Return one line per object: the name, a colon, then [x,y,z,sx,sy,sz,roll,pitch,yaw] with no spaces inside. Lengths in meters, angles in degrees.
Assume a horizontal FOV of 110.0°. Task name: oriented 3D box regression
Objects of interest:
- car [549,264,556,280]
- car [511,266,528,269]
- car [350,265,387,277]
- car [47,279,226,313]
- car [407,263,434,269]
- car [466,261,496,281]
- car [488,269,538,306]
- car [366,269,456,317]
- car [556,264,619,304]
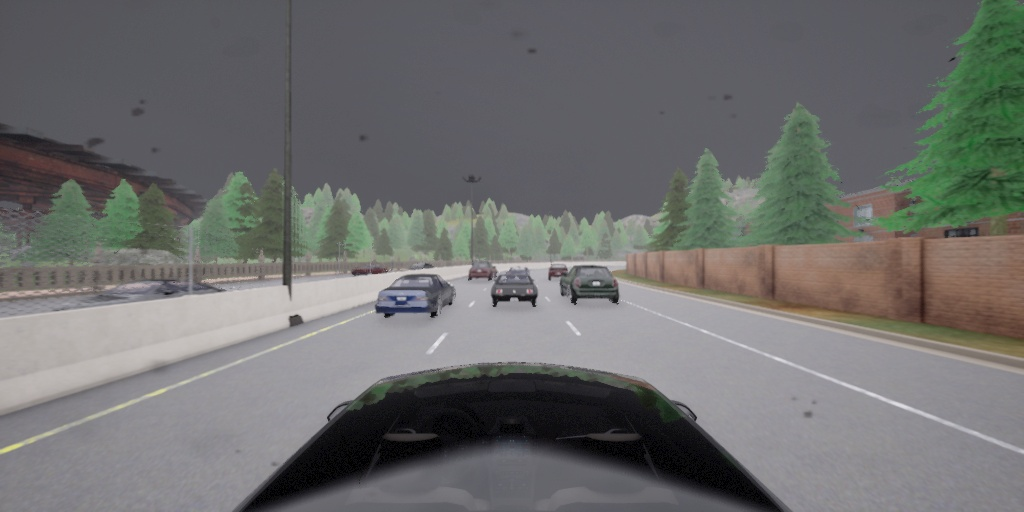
car: [4.634,1.477,35.376,1.882,1.535,5.008,0,0,8]
car: [0.701,1.578,32.275,1.895,1.301,4.718,0,0,6]
car: [-16.049,1.638,40.366,1.895,1.301,4.718,0,0,9]
car: [-10.587,1.380,10.542,1.994,1.385,4.181,0,0,0]
car: [-11.507,1.580,45.205,1.837,1.490,4.892,0,-1,13]
car: [-2.634,1.338,33.561,2.097,1.767,4.553,0,0,6]
car: [0.098,1.460,16.446,1.895,1.301,4.718,0,0,0]
car: [-3.401,1.385,13.550,2.033,1.411,5.357,0,0,0]
car: [3.598,1.218,17.400,2.097,1.767,4.553,0,0,0]
